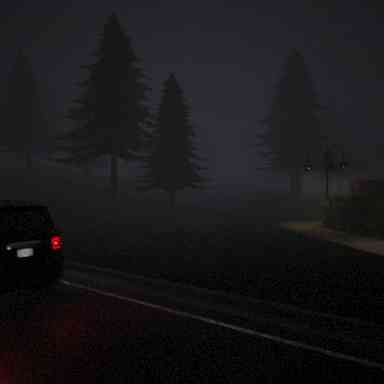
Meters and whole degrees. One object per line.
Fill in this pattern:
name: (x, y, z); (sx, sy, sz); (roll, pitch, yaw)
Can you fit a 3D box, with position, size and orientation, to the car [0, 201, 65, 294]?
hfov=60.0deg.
car: (-5.301, 1.222, 7.774); (5.566, 2.045, 2.150); (0, 0, 36)
